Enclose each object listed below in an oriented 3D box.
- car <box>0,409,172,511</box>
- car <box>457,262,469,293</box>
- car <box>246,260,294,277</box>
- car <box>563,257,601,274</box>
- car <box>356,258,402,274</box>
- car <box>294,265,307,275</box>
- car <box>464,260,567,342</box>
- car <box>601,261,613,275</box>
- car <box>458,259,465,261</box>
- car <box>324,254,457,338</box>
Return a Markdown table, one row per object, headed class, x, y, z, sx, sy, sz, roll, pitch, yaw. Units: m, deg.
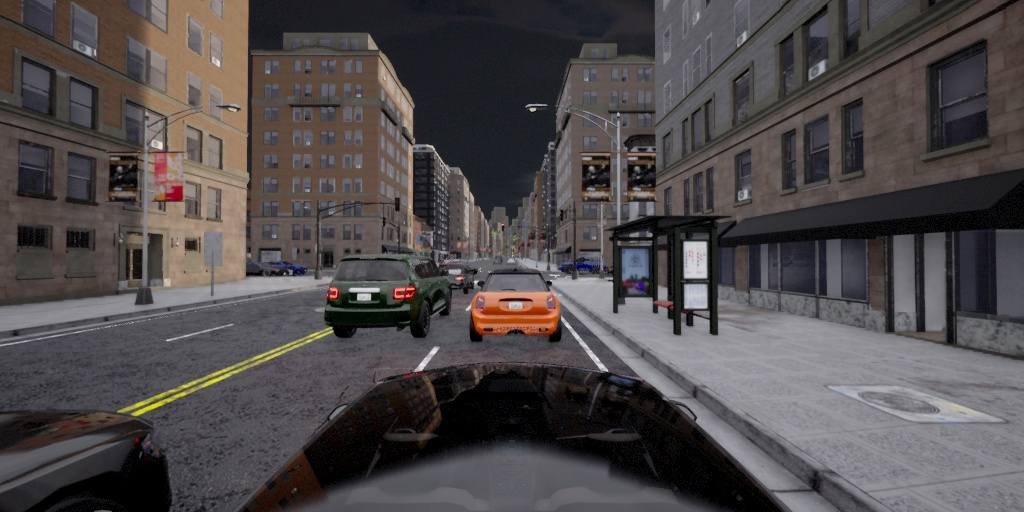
| class | x | y | z | sx | sy | sz | roll | pitch | yaw |
| --- | --- | --- | --- | --- | --- | --- | --- | --- | --- |
| car | -3.144 | 1.241 | 0.320 | 2.128 | 1.511 | 4.902 | 0 | 0 | 0 |
| car | -3.205 | 1.280 | 20.064 | 1.812 | 1.442 | 4.674 | 0 | 0 | 0 |
| car | -22.928 | 1.171 | 31.959 | 5.357 | 1.411 | 2.033 | 0 | -1 | 0 |
| car | 8.187 | 1.082 | 42.190 | 5.566 | 2.045 | 2.150 | 0 | -1 | 2 |
| car | -15.504 | 1.133 | 41.947 | 4.553 | 1.767 | 2.097 | 0 | -1 | 0 |
| car | -22.799 | 1.145 | 35.208 | 5.008 | 1.535 | 1.882 | 0 | -1 | 0 |
| car | 0.077 | 1.103 | 9.973 | 2.097 | 1.767 | 4.553 | 0 | 0 | 0 |
| car | 12.836 | 1.379 | 38.902 | 5.357 | 1.411 | 2.033 | 0 | -1 | -4 |
| car | -9.977 | 1.285 | 64.346 | 1.812 | 1.442 | 4.674 | 0 | 0 | 0 |
| car | -3.174 | 0.973 | 10.357 | 2.150 | 2.045 | 5.566 | 0 | 0 | 0 |
